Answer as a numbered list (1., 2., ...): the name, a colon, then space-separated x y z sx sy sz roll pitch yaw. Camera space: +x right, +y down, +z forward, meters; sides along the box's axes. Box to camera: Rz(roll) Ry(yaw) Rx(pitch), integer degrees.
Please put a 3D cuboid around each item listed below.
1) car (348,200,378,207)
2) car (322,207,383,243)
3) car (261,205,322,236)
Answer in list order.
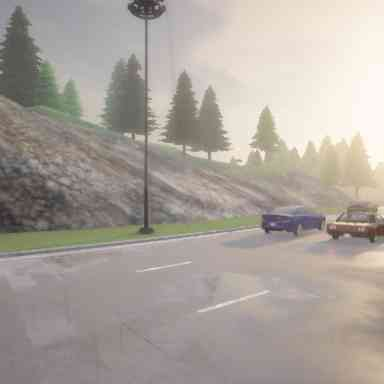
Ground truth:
1. car: 15.487 1.517 30.179 1.837 1.490 4.892 0 0 39
2. car: 8.336 1.617 16.195 1.895 1.301 4.718 0 0 43
3. car: 5.771 1.485 18.577 1.882 1.535 5.008 0 0 43
